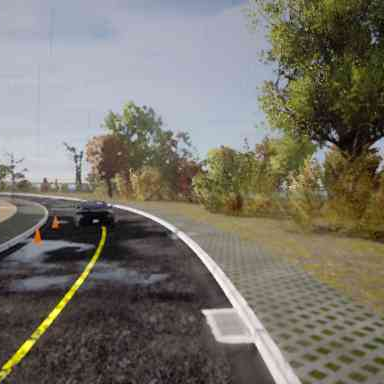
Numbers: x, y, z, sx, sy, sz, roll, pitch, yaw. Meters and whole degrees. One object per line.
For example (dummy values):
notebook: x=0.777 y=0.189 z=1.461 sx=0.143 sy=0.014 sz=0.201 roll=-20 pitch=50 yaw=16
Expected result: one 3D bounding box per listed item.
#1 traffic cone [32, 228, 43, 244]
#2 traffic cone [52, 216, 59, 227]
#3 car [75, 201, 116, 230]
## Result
traffic cone: x=-6.036 y=1.690 z=13.002 sx=0.340 sy=0.580 sz=0.340 roll=0 pitch=1 yaw=-12
traffic cone: x=-7.244 y=1.568 z=17.653 sx=0.340 sy=0.580 sz=0.340 roll=0 pitch=2 yaw=-17
car: x=-5.262 y=1.170 z=18.044 sx=1.994 sy=1.385 sz=4.181 roll=0 pitch=2 yaw=-18
